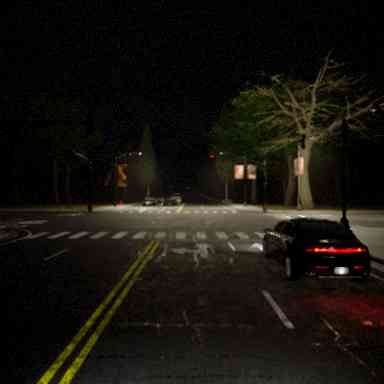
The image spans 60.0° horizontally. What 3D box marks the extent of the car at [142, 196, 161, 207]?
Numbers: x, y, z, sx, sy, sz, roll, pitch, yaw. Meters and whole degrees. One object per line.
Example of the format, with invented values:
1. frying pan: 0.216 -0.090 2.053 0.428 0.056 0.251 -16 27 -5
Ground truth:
1. car: -6.558 1.527 51.818 2.128 1.511 4.902 0 0 0

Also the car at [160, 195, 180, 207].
1. car: -3.309 1.598 51.402 1.994 1.385 4.181 0 0 0

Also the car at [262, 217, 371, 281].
1. car: 3.346 1.495 9.797 1.837 1.490 4.892 0 0 1

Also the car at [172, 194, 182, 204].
1. car: -3.238 1.354 68.242 2.150 2.045 5.566 0 0 0

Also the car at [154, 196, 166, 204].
1. car: -6.488 1.609 68.297 1.882 1.535 5.008 0 0 0
